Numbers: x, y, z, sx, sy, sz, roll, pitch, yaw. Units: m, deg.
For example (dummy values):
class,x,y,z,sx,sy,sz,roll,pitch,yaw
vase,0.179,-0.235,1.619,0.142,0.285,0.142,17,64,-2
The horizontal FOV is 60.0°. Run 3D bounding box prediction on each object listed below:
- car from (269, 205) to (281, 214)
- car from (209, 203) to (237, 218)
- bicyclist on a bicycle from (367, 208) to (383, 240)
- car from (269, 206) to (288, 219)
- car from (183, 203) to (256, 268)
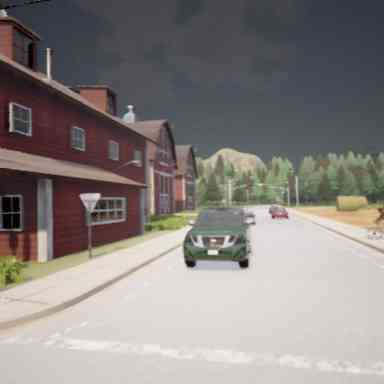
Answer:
class,x,y,z,sx,sy,sz,roll,pitch,yaw
car,14.841,3.147,59.607,1.994,1.385,4.181,-2,-2,12
car,4.391,2.594,47.770,1.905,1.878,3.866,6,-4,-30
bicyclist on a bicycle,9.599,1.605,16.604,1.656,1.620,0.582,-2,-2,12
car,11.326,2.689,42.999,1.994,1.385,4.181,-2,-2,12
car,1.222,1.616,13.161,2.150,2.045,5.566,-2,-2,12
